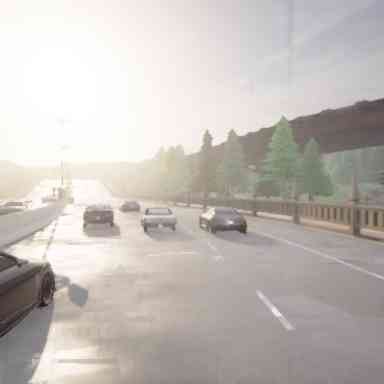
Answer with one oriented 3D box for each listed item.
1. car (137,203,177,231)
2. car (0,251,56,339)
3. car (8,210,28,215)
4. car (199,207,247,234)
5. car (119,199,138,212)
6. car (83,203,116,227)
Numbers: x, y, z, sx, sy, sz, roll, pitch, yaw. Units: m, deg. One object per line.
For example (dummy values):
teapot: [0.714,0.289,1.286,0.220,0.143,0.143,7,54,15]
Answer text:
car: [-2.159,1.563,20.414,1.895,1.301,4.718,0,0,-11]
car: [-3.728,1.569,5.224,1.994,1.385,4.181,0,0,-3]
car: [-15.532,1.512,29.285,1.837,1.490,4.892,0,0,-18]
car: [1.640,1.511,18.891,1.994,1.385,4.181,0,0,-10]
car: [-7.049,1.509,37.383,1.994,1.385,4.181,0,0,-19]
car: [-6.295,1.454,22.765,1.882,1.535,5.008,0,0,-13]
